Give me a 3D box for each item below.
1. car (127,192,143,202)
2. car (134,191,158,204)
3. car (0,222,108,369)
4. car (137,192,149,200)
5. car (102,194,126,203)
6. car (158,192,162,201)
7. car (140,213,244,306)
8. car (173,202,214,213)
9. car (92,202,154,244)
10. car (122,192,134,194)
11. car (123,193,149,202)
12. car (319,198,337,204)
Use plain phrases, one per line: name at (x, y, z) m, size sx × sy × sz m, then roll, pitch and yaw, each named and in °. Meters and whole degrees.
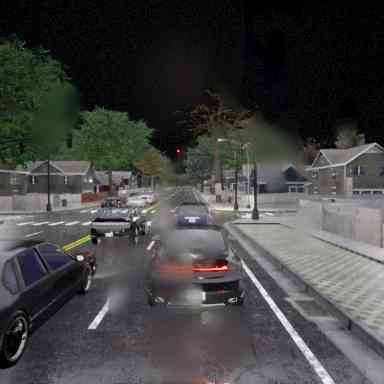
car at (-10.166, 0.842, 59.498) m, size 2.097 × 1.767 × 4.553 m, roll 0°, pitch 1°, yaw 0°
car at (-6.879, 0.850, 50.708) m, size 2.150 × 2.045 × 5.566 m, roll 0°, pitch 1°, yaw 0°
car at (-3.172, 1.539, 5.642) m, size 2.033 × 1.411 × 5.357 m, roll 0°, pitch 0°, yaw 0°
car at (-10.149, 0.827, 69.169) m, size 1.994 × 1.385 × 4.181 m, roll 0°, pitch 1°, yaw 0°
car at (-10.087, 1.280, 42.109) m, size 1.994 × 1.385 × 4.181 m, roll 0°, pitch 1°, yaw 0°
car at (-6.917, 0.761, 63.375) m, size 2.097 × 1.767 × 4.553 m, roll 0°, pitch 1°, yaw 0°
car at (0.063, 1.489, 7.987) m, size 1.837 × 1.490 × 4.892 m, roll 0°, pitch 0°, yaw 0°
car at (0.073, 1.289, 17.052) m, size 2.097 × 1.767 × 4.553 m, roll 0°, pitch 0°, yaw 2°
car at (-3.235, 1.439, 15.396) m, size 2.128 × 1.511 × 4.902 m, roll 0°, pitch 0°, yaw 0°
car at (-10.129, 0.979, 50.796) m, size 2.097 × 1.767 × 4.553 m, roll 0°, pitch 1°, yaw 0°
car at (-6.822, 1.252, 41.030) m, size 1.812 × 1.442 × 4.674 m, roll 0°, pitch 1°, yaw 0°
car at (12.417, 1.267, 30.852) m, size 4.674 × 1.442 × 1.812 m, roll 0°, pitch 1°, yaw -3°
